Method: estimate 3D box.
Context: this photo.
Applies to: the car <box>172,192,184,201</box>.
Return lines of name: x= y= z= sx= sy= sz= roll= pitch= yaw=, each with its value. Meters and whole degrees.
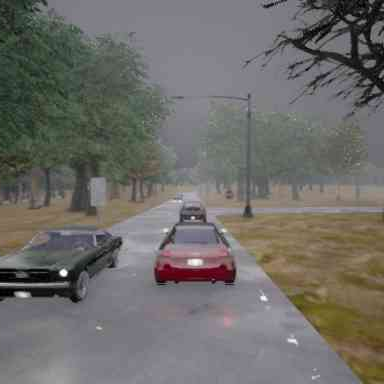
car: x=-3.036 y=1.130 z=69.040 sx=1.994 sy=1.385 sz=4.181 roll=0 pitch=1 yaw=0

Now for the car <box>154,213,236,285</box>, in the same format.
car: x=0.081 y=1.532 z=9.448 sx=1.994 sy=1.385 sz=4.181 roll=0 pitch=0 yaw=0

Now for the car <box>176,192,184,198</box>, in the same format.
car: x=-3.044 y=0.680 z=85.176 sx=1.837 sy=1.490 sz=4.892 roll=0 pitch=1 yaw=0

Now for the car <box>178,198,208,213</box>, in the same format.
car: x=0.071 y=1.406 z=23.896 sx=1.837 sy=1.490 sz=4.892 roll=0 pitch=0 yaw=0

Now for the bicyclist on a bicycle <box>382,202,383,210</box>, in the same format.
bicyclist on a bicycle: x=18.529 y=1.167 z=31.578 sx=0.582 sy=1.620 sz=1.656 roll=-1 pitch=0 yaw=0

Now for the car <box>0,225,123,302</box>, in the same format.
car: x=-3.102 y=1.573 z=8.300 sx=1.895 sy=1.301 sz=4.718 roll=0 pitch=0 yaw=0
